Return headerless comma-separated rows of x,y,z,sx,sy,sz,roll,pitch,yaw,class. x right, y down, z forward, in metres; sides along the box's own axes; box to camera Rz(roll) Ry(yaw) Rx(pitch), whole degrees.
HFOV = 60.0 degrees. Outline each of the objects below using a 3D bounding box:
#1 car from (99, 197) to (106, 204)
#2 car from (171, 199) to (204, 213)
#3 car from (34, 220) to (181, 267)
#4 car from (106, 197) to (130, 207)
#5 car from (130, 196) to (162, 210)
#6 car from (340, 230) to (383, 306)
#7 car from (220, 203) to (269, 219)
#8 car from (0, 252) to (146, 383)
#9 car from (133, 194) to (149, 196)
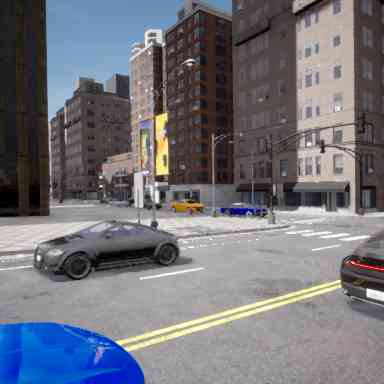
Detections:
-17.216,1.742,67.568,2.033,1.411,5.357,-1,0,-35,car
-0.556,1.603,38.357,1.882,1.535,5.008,-1,0,-35,car
-2.415,1.564,9.947,4.181,1.385,1.994,0,0,-36,car
-11.980,1.797,54.650,1.895,1.301,4.718,-1,0,-35,car
-6.241,1.707,46.440,2.033,1.411,5.357,-1,0,-35,car
5.095,1.504,7.078,4.892,1.490,1.837,0,0,-36,car
4.798,1.695,30.753,1.895,1.301,4.718,-1,0,-35,car
-2.596,1.478,1.589,5.008,1.535,1.882,0,0,-35,car
-8.917,1.363,55.774,2.150,2.045,5.566,-1,1,-35,car
